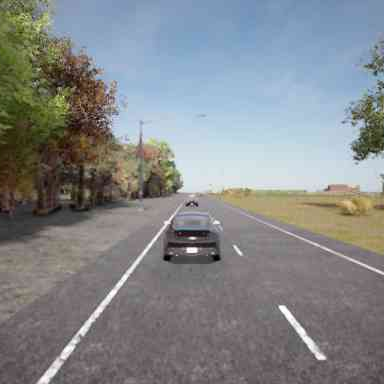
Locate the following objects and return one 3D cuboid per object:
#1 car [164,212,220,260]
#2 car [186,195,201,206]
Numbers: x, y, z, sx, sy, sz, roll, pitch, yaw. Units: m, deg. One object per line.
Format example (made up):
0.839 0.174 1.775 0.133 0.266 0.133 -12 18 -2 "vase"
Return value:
0.000 1.492 12.358 1.837 1.490 4.892 0 0 0 "car"
-0.005 1.515 52.363 1.895 1.301 4.718 0 0 0 "car"
